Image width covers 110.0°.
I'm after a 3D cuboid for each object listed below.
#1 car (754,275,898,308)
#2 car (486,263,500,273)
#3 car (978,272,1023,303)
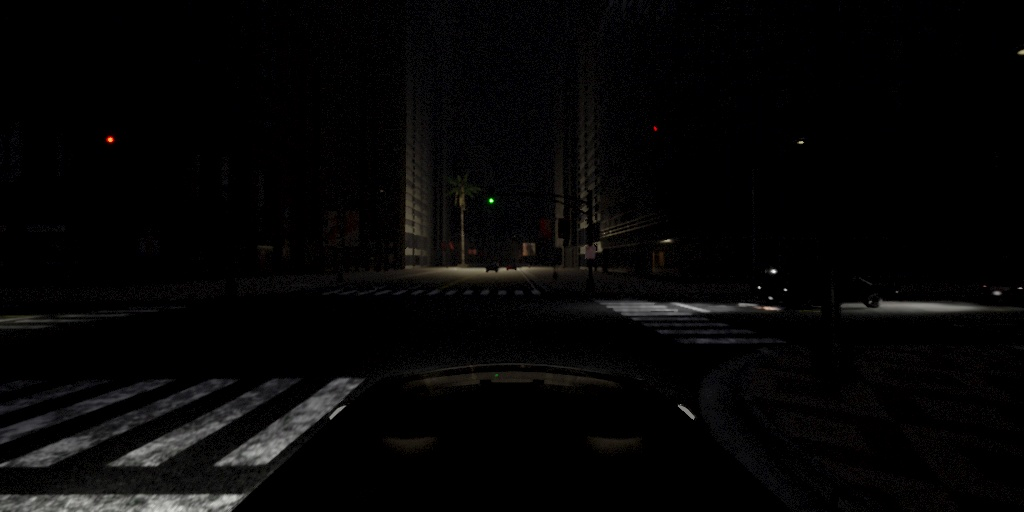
[{"bbox_3d":[12.999,1.441,15.080,4.718,1.301,1.895,0,-1,-2],"label":"car"},{"bbox_3d":[-3.271,1.918,58.950,2.128,1.511,4.902,0,-1,0],"label":"car"},{"bbox_3d":[23.005,1.306,15.249,4.902,1.511,2.128,0,-1,-1],"label":"car"}]
